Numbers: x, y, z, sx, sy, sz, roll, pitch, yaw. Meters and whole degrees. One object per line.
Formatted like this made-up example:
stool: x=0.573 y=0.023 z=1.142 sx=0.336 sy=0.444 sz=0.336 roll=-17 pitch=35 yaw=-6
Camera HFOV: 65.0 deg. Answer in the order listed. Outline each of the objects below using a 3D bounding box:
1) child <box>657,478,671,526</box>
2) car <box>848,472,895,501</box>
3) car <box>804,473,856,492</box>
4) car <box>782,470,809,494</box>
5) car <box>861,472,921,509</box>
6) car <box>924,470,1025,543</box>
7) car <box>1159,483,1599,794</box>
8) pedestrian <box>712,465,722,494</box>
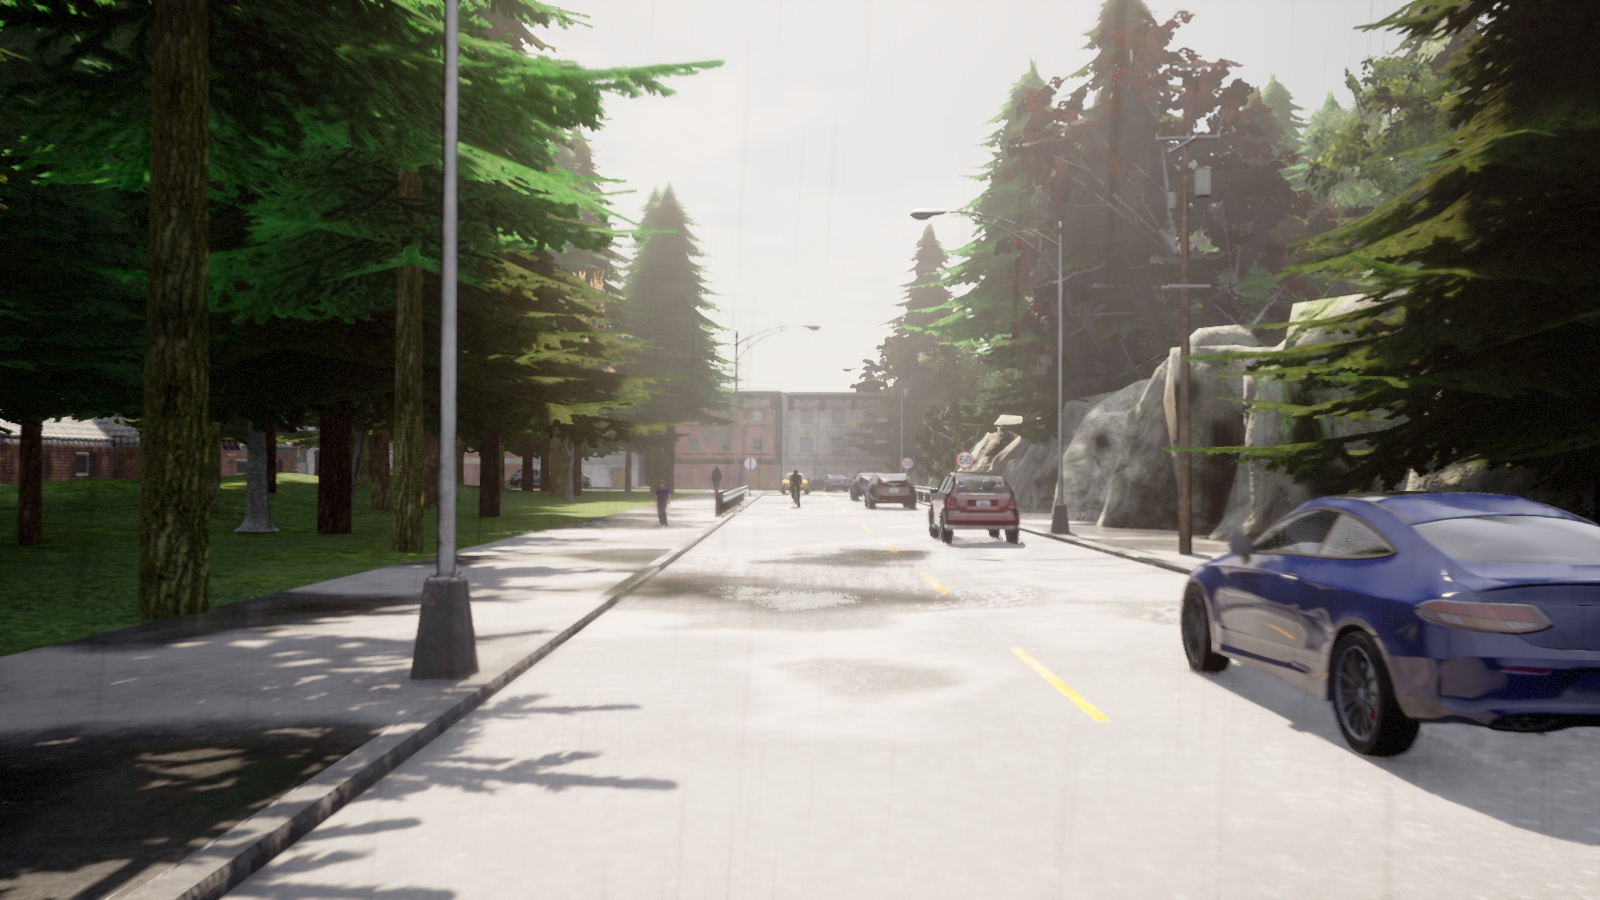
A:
child: x=-3.602 y=1.374 z=33.212 sx=0.270 sy=1.263 sz=0.437 roll=0 pitch=-1 yaw=9
car: x=3.750 y=1.918 z=66.846 sx=2.163 sy=1.488 sz=4.792 roll=0 pitch=-1 yaw=0
car: x=2.205 y=2.448 z=95.211 sx=2.033 sy=1.411 sz=5.357 roll=0 pitch=-1 yaw=-21
car: x=-0.311 y=2.184 z=85.442 sx=1.801 sy=1.575 sz=5.366 roll=0 pitch=-1 yaw=-1
car: x=3.839 y=1.696 z=53.591 sx=2.163 sy=1.488 sz=4.792 roll=0 pitch=-1 yaw=0
car: x=3.932 y=1.257 z=28.852 sx=1.789 sy=1.549 sz=3.705 roll=0 pitch=-1 yaw=0
car: x=3.980 y=0.964 z=8.370 sx=1.812 sy=1.442 sz=4.674 roll=0 pitch=-1 yaw=0
pedestrian: x=-5.438 y=1.919 z=82.086 sx=0.634 sy=1.844 sz=0.899 roll=0 pitch=-1 yaw=-2
